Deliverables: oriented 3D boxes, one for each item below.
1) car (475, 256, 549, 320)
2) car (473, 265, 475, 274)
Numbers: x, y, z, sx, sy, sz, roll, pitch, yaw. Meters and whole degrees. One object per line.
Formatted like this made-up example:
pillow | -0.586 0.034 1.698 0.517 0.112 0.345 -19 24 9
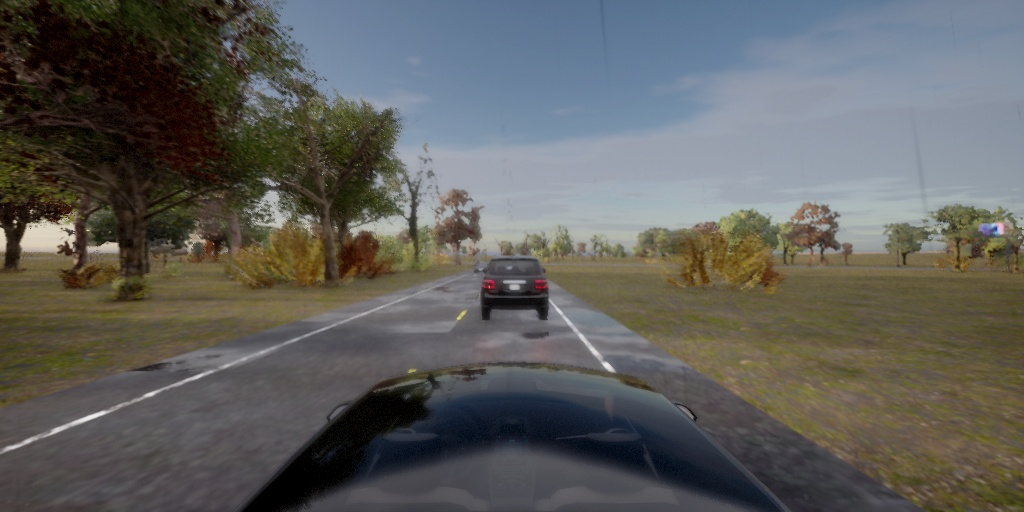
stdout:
car | 0.091 1.026 13.122 2.150 2.045 5.566 0 0 0
car | -3.578 1.440 43.888 2.128 1.511 4.902 0 0 0
